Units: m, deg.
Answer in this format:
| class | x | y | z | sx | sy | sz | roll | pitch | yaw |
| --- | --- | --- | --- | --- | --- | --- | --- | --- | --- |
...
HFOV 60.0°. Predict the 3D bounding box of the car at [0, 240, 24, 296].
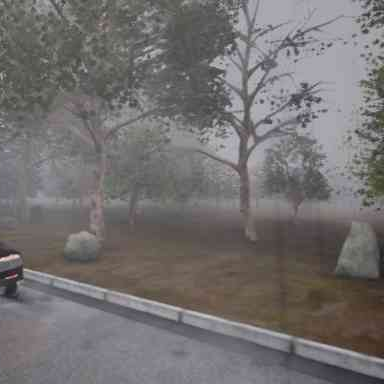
| class | x | y | z | sx | sy | sz | roll | pitch | yaw |
| --- | --- | --- | --- | --- | --- | --- | --- | --- | --- |
| car | -5.714 | 1.519 | 7.497 | 4.902 | 1.511 | 2.128 | 0 | 0 | 36 |
